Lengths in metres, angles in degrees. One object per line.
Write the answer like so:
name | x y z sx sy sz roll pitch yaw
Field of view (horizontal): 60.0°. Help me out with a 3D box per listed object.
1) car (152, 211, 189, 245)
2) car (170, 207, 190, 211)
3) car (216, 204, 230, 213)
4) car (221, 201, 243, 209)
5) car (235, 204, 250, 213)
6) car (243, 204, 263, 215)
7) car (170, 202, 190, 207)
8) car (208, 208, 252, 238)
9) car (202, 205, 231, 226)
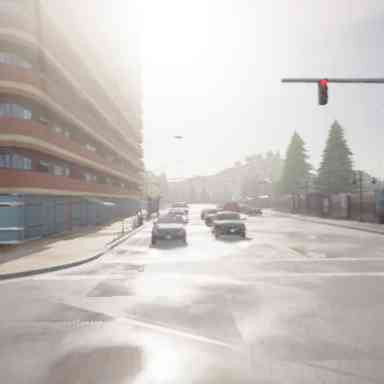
car | -1.173 2.025 18.801 1.812 1.442 4.674 -1 -1 -1
car | -1.277 2.292 28.380 2.033 1.411 5.357 -1 -1 -1
car | 5.478 2.934 59.091 1.882 1.535 5.008 -1 -1 -1
car | 5.637 2.423 49.158 2.150 2.045 5.566 -1 -1 0
car | 8.977 2.899 59.133 1.882 1.535 5.008 -1 -1 -1
car | 9.138 2.717 49.311 2.033 1.411 5.357 -1 -1 0
car | -1.392 2.253 39.554 2.150 2.045 5.566 -1 -2 0
car | 2.301 2.034 21.393 1.837 1.490 4.892 -1 -1 -1
car | 2.198 2.276 30.829 1.837 1.490 4.892 -1 -1 0
